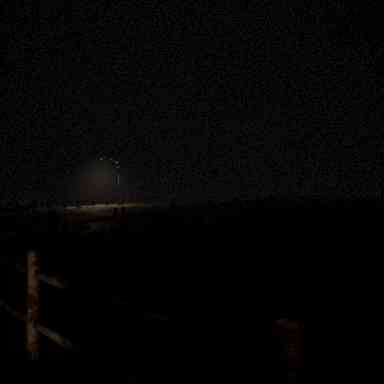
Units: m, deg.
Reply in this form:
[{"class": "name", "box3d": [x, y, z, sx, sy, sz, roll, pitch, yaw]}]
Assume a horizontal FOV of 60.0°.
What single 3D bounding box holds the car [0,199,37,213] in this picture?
[{"class": "car", "box3d": [-18.579, 1.467, 35.578, 2.033, 1.411, 5.357, 0, 0, -1]}]
